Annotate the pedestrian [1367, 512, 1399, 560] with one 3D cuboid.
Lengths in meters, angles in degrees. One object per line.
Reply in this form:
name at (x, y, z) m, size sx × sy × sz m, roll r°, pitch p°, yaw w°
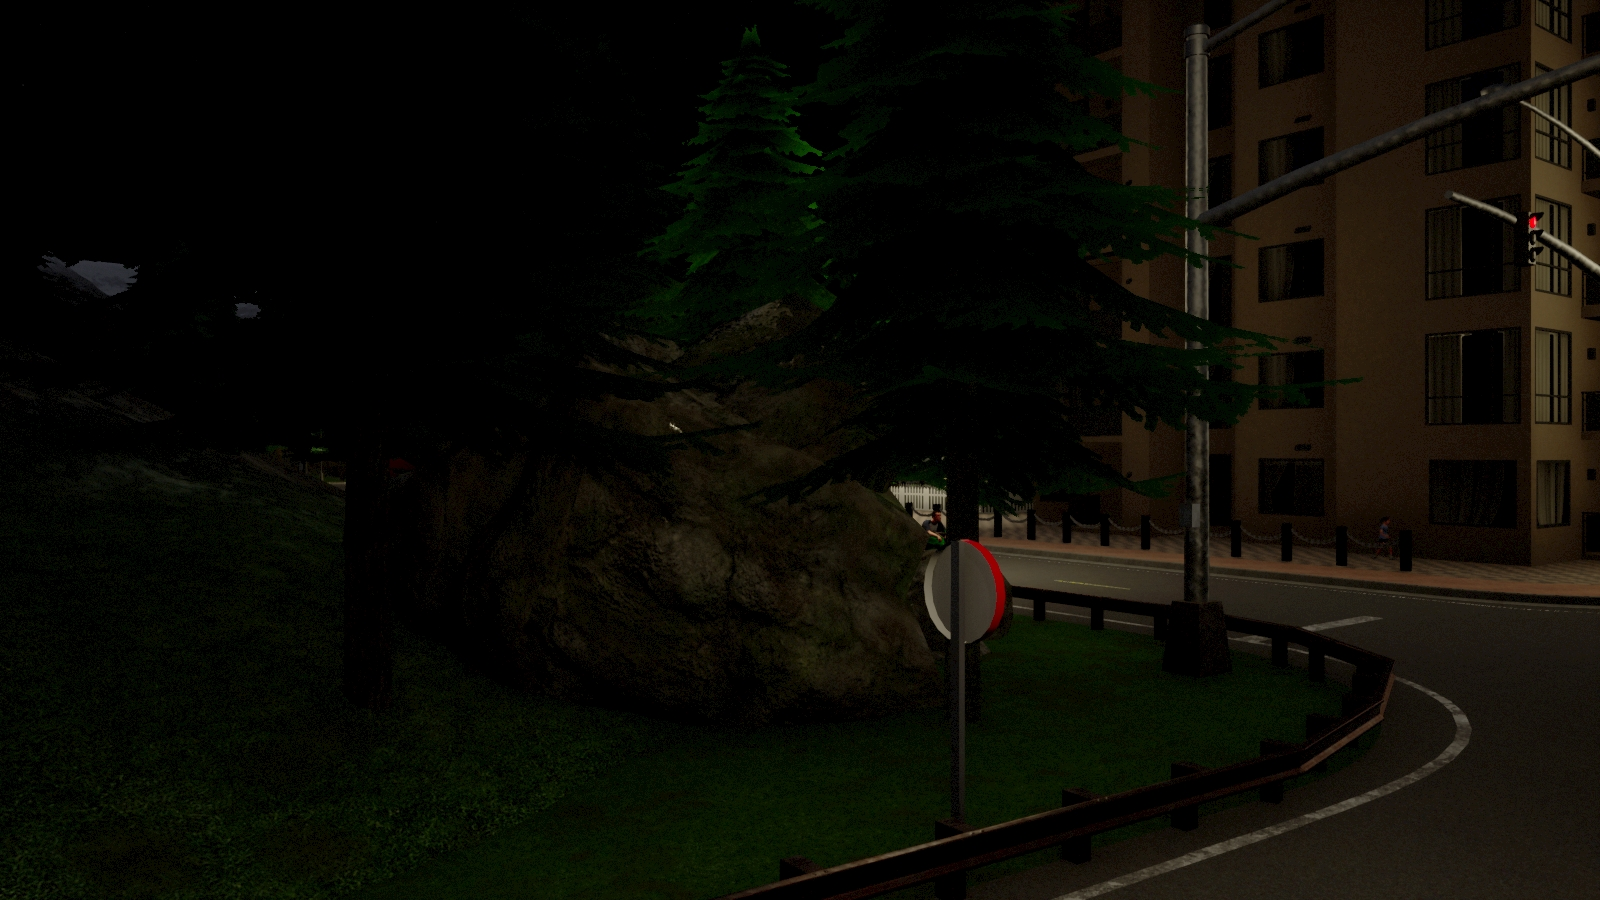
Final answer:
pedestrian at (13.928, 2.057, 27.299) m, size 0.500 × 1.100 × 0.500 m, roll 0°, pitch 0°, yaw -31°
